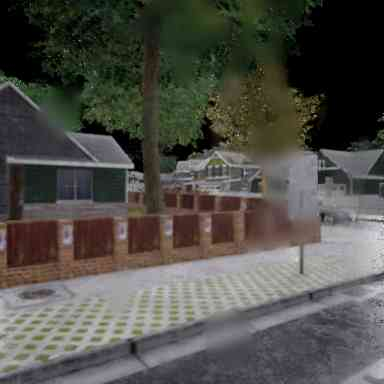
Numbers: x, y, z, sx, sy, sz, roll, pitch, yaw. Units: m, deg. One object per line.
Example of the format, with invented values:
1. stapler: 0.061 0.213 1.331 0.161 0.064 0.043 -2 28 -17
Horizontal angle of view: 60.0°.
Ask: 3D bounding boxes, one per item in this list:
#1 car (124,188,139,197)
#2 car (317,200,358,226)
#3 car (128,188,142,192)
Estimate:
1. car: -11.993 0.030 66.176 2.128 1.511 4.902 0 2 0
2. car: 7.932 1.233 21.051 2.128 1.511 4.902 0 1 -33
3. car: -9.258 0.432 53.980 1.837 1.490 4.892 0 1 -28
